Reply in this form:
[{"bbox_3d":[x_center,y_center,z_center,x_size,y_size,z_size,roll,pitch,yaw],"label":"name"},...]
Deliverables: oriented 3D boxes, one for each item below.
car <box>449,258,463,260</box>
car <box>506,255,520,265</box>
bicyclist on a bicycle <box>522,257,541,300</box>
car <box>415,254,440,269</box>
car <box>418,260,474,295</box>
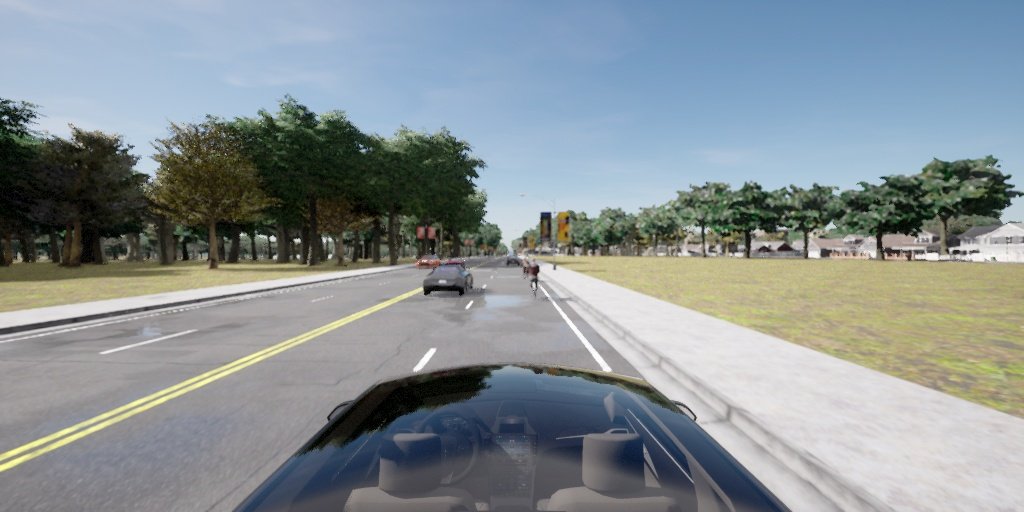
[{"bbox_3d":[-6.536,0.862,40.838,1.895,1.301,4.718,0,1,0],"label":"car"},{"bbox_3d":[0.175,0.623,54.439,1.812,1.442,4.674,0,1,0],"label":"car"},{"bbox_3d":[0.913,0.948,15.331,0.659,1.776,1.843,0,1,0],"label":"bicyclist on a bicycle"},{"bbox_3d":[-9.777,0.598,41.940,2.097,1.767,4.553,0,1,0],"label":"car"},{"bbox_3d":[-3.126,1.106,18.178,1.994,1.385,4.181,0,1,0],"label":"car"}]
